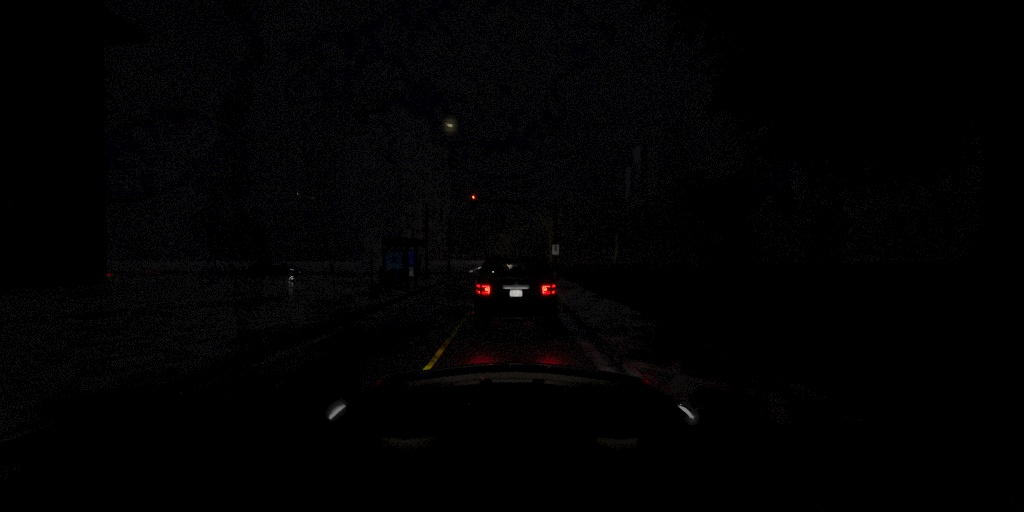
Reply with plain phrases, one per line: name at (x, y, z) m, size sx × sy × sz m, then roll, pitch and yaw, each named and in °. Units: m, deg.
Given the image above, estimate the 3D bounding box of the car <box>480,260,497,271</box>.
car at (-3.075, 1.234, 48.192) m, size 2.033 × 1.411 × 5.357 m, roll 0°, pitch 0°, yaw -2°

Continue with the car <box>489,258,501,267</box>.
car at (-3.023, 1.179, 64.324) m, size 1.812 × 1.442 × 4.674 m, roll 0°, pitch 0°, yaw 0°

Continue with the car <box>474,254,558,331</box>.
car at (0.103, 0.965, 11.067) m, size 2.150 × 2.045 × 5.566 m, roll 0°, pitch 0°, yaw 0°

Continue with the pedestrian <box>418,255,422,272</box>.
pedestrian at (-10.058, 0.788, 38.859) m, size 0.375 × 1.860 × 0.375 m, roll 0°, pitch 0°, yaw 1°

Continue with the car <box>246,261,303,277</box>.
car at (-21.786, 1.196, 32.931) m, size 4.674 × 1.442 × 1.812 m, roll 0°, pitch 1°, yaw 1°
